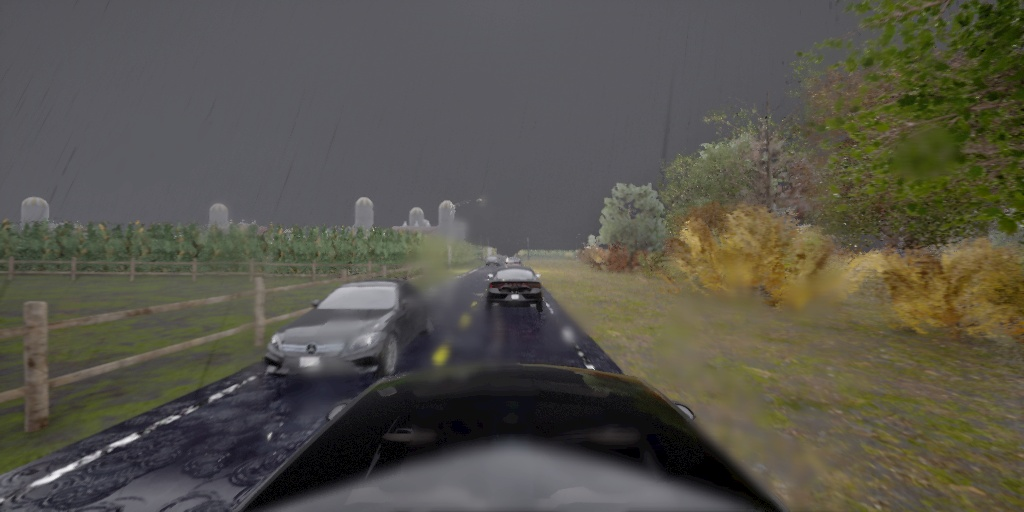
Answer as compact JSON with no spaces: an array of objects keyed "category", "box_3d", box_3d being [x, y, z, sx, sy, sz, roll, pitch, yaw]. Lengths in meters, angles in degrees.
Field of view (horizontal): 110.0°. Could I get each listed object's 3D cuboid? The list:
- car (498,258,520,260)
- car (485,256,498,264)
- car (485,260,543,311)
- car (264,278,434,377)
[{"category":"car","box_3d":[0.091,0.913,33.584,2.128,1.511,4.902,0,1,0]},{"category":"car","box_3d":[-2.818,0.715,51.992,1.882,1.535,5.008,0,1,0]},{"category":"car","box_3d":[0.095,1.103,13.722,1.882,1.535,5.008,0,1,0]},{"category":"car","box_3d":[-2.850,1.217,7.391,1.812,1.442,4.674,0,1,0]}]
